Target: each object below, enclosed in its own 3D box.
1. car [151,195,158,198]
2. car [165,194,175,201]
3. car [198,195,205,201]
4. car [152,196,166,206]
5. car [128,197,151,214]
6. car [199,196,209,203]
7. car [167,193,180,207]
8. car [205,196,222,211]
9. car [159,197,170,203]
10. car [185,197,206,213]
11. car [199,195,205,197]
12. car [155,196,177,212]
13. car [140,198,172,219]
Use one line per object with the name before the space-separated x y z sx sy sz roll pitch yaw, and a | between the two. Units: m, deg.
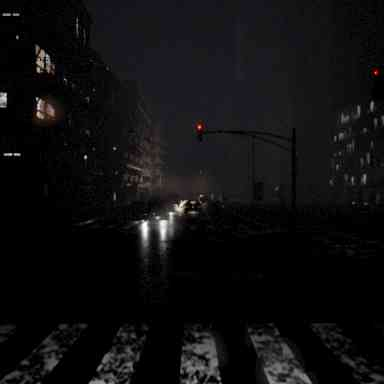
car | -5.686 1.470 41.037 1.967 1.590 4.097 -1 0 0
car | -5.670 1.395 86.229 2.192 1.841 5.009 -1 0 0
car | 2.682 1.612 92.103 1.752 1.417 4.829 -1 0 0
car | -5.679 1.488 57.984 1.967 1.590 4.097 -1 0 0
car | -5.687 1.570 35.388 1.887 1.381 4.507 -1 0 0
car | 2.676 1.611 74.985 1.887 1.381 4.507 -1 0 0
car | -3.058 1.254 53.693 2.150 2.045 5.566 0 1 0
car | 2.662 1.575 41.091 1.887 1.381 4.507 -1 0 0
car | -5.673 1.642 69.282 1.802 1.307 4.206 -1 0 0
car | 0.118 1.574 36.524 2.033 1.411 5.357 0 0 0
car | 2.672 1.605 63.687 2.008 1.369 4.403 -1 0 0
car | -3.080 1.554 39.111 1.812 1.442 4.674 0 0 0
car | -3.088 1.525 29.357 1.837 1.490 4.892 0 0 0
